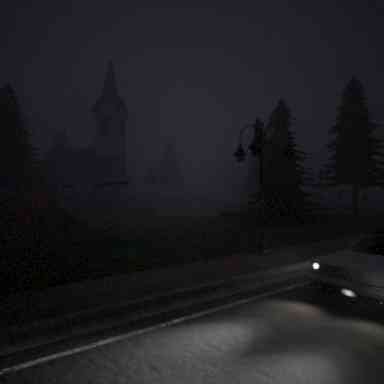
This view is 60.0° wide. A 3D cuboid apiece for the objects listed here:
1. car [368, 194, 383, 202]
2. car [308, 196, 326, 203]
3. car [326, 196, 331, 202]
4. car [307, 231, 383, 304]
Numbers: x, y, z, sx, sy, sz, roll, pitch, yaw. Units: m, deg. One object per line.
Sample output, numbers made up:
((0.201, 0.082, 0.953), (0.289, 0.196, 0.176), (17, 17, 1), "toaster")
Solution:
((43.851, 1.587, 79.123), (1.845, 1.501, 3.633), (0, 0, -38), "car")
((27.352, 1.690, 75.909), (2.007, 1.523, 4.514), (0, 0, -38), "car")
((29.792, 1.679, 77.881), (2.152, 1.636, 5.027), (0, 0, -38), "car")
((4.729, 1.626, 7.735), (4.718, 1.301, 1.895), (0, 0, -38), "car")
